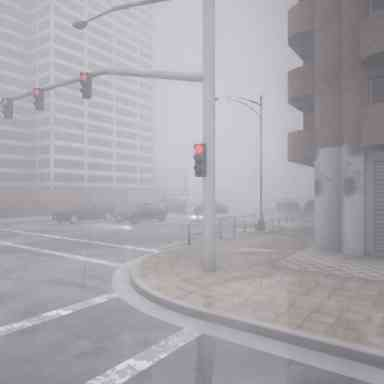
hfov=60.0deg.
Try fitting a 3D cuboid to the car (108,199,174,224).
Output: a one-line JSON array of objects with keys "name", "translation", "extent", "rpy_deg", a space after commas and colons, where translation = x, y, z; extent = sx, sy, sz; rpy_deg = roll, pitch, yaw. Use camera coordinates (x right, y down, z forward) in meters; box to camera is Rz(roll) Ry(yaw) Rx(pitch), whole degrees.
[{"name": "car", "translation": [-3.759, 1.524, 25.148], "extent": [1.812, 1.442, 4.674], "rpy_deg": [0, 0, 35]}]

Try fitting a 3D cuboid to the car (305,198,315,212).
[{"name": "car", "translation": [14.543, 1.504, 38.574], "extent": [1.837, 1.490, 4.892], "rpy_deg": [0, 0, 35]}]

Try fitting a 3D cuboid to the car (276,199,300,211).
[{"name": "car", "translation": [11.711, 1.524, 40.662], "extent": [1.812, 1.442, 4.674], "rpy_deg": [0, 0, 35]}]

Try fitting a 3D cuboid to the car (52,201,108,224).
[{"name": "car", "translation": [-8.060, 1.476, 25.163], "extent": [1.882, 1.535, 5.008], "rpy_deg": [0, 0, 35]}]

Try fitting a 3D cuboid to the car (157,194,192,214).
[{"name": "car", "translation": [-2.481, 1.350, 33.029], "extent": [2.097, 1.767, 4.553], "rpy_deg": [0, 0, 35]}]

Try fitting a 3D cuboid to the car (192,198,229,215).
[{"name": "car", "translation": [1.941, 1.562, 33.199], "extent": [1.994, 1.385, 4.181], "rpy_deg": [0, 0, 36]}]
